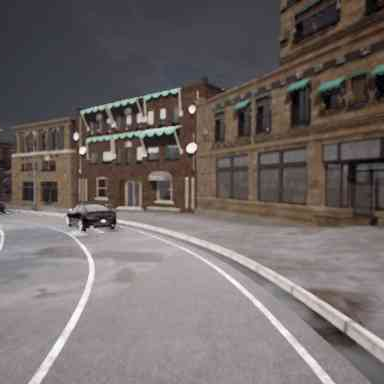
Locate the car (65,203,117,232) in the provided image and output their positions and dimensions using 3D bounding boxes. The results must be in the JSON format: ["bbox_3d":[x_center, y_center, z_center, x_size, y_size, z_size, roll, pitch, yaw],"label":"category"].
[{"bbox_3d":[-6.120,1.396,19.879,1.882,1.535,5.008,0,0,-34],"label":"car"}]

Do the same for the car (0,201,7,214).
[{"bbox_3d":[-19.773,1.361,32.317,4.674,1.442,1.812,0,1,39],"label":"car"}]
